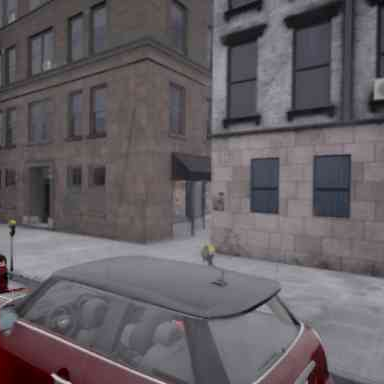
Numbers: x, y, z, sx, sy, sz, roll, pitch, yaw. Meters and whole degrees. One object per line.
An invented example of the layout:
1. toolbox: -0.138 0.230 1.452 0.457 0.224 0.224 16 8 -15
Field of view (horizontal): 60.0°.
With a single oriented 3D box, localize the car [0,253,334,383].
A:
1. car: -0.829 1.397 3.401 4.097 1.590 1.967 1 1 35
